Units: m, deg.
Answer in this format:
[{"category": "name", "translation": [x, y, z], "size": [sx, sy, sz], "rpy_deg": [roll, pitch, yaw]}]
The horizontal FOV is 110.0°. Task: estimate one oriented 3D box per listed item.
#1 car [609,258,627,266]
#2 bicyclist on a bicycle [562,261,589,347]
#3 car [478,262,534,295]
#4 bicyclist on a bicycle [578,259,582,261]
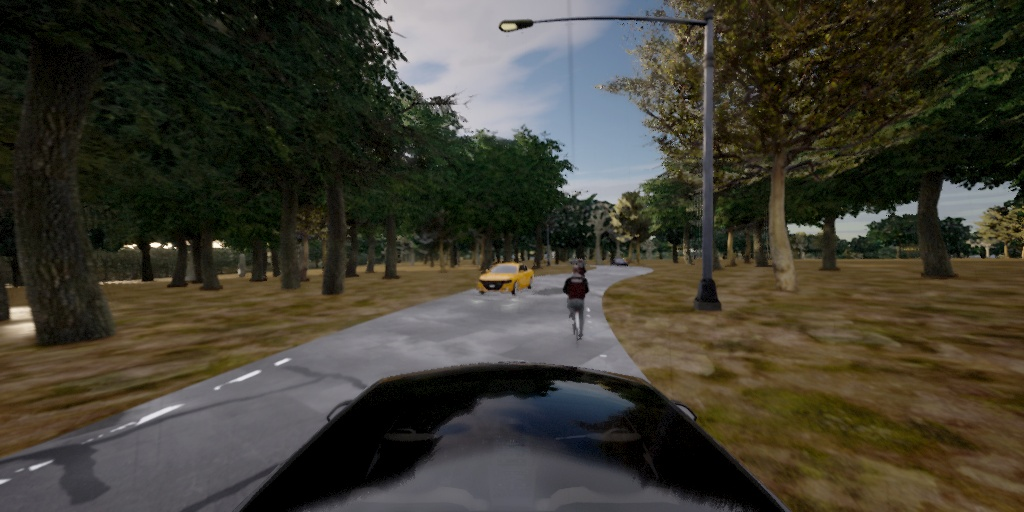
[{"category": "car", "translation": [17.954, 1.041, 60.801], "size": [1.994, 1.385, 4.181], "rpy_deg": [0, -1, 0]}, {"category": "bicyclist on a bicycle", "translation": [1.484, 1.093, 8.349], "size": [0.659, 1.776, 1.843], "rpy_deg": [0, 1, 7]}, {"category": "car", "translation": [-0.201, 1.108, 19.001], "size": [1.882, 1.535, 5.008], "rpy_deg": [0, 0, 17]}, {"category": "bicyclist on a bicycle", "translation": [3.206, 1.026, 16.807], "size": [0.659, 1.776, 1.843], "rpy_deg": [0, 1, 15]}]
